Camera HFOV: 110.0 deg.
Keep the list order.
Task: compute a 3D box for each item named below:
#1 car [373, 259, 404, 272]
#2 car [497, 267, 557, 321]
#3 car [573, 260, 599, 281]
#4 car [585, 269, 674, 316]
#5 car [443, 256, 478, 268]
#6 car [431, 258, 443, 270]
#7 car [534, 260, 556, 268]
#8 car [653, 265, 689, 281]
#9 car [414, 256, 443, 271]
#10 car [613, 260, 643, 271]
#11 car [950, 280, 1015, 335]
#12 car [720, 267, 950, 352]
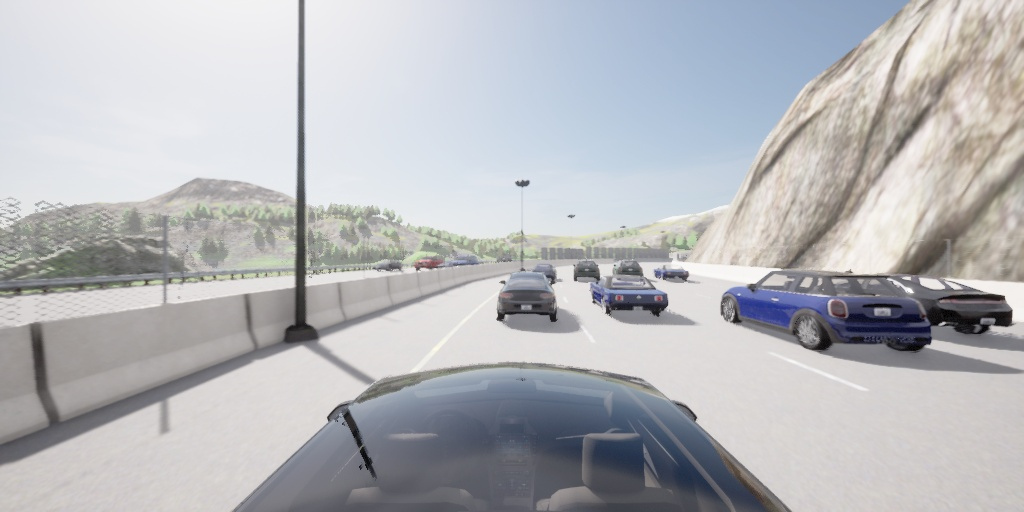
[{"bbox_3d":[-15.750,1.201,45.816,2.128,1.511,4.902,0,0,13],"label":"car"},{"bbox_3d":[0.537,1.277,12.355,1.812,1.442,4.674,0,0,3],"label":"car"},{"bbox_3d":[6.290,1.116,30.506,2.097,1.767,4.553,0,0,10],"label":"car"},{"bbox_3d":[4.126,1.360,13.465,1.895,1.301,4.718,0,0,4],"label":"car"},{"bbox_3d":[-5.743,0.956,42.603,2.150,2.045,5.566,0,0,13],"label":"car"},{"bbox_3d":[-8.225,1.276,47.184,2.033,1.411,5.357,0,0,14],"label":"car"},{"bbox_3d":[2.796,1.319,30.875,1.994,1.385,4.181,0,0,10],"label":"car"},{"bbox_3d":[13.337,1.381,30.360,1.895,1.301,4.718,0,0,10],"label":"car"},{"bbox_3d":[-11.266,0.946,49.330,2.150,2.045,5.566,0,0,15],"label":"car"},{"bbox_3d":[9.931,1.124,31.028,2.097,1.767,4.553,0,0,10],"label":"car"},{"bbox_3d":[10.959,1.267,10.575,2.128,1.511,4.902,0,0,3],"label":"car"},{"bbox_3d":[7.389,1.119,9.175,2.097,1.767,4.553,0,0,3],"label":"car"}]
